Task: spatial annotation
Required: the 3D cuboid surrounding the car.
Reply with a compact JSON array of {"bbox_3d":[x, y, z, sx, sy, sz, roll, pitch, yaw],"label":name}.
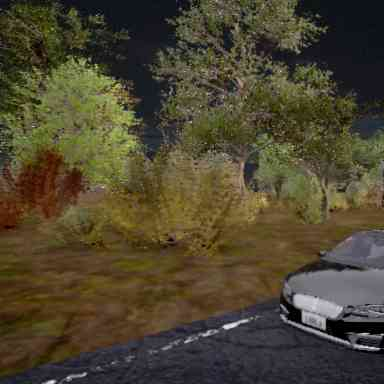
[{"bbox_3d":[3.621,1.492,6.049,4.902,1.511,2.128,0,0,-37],"label":"car"}]
